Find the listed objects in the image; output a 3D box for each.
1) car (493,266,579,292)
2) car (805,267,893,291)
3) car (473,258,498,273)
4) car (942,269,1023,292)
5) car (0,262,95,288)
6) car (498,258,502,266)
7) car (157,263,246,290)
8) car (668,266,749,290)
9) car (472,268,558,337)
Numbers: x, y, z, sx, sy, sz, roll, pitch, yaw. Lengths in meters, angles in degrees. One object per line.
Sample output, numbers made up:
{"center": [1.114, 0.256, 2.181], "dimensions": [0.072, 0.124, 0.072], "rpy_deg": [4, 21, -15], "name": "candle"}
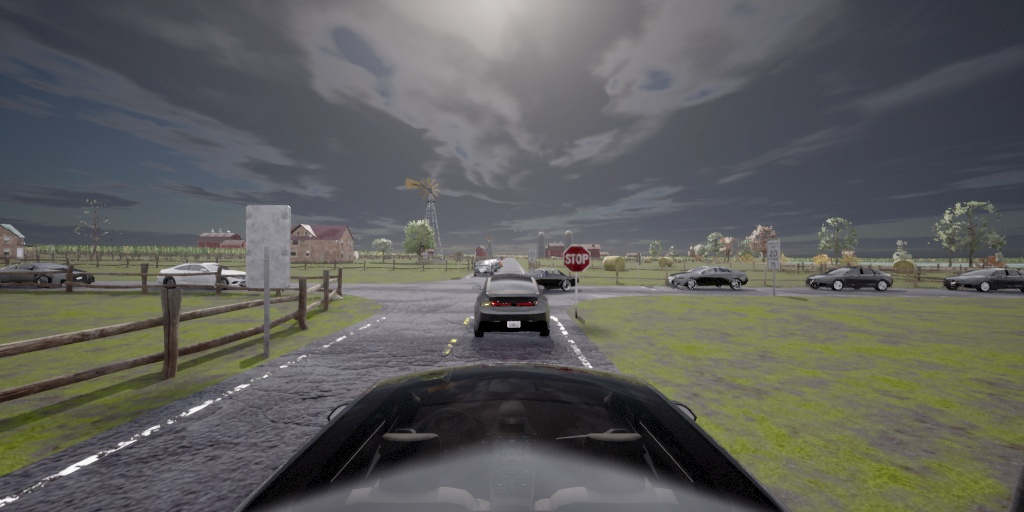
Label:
{"center": [1.509, 1.369, 20.342], "dimensions": [4.718, 1.301, 1.895], "rpy_deg": [1, 0, -35], "name": "car"}
{"center": [22.212, 1.500, 23.731], "dimensions": [4.892, 1.490, 1.837], "rpy_deg": [1, -1, -1], "name": "car"}
{"center": [-2.840, 1.243, 36.985], "dimensions": [2.128, 1.511, 4.902], "rpy_deg": [0, 0, 0], "name": "car"}
{"center": [31.714, 1.587, 23.846], "dimensions": [4.892, 1.490, 1.837], "rpy_deg": [1, -1, -1], "name": "car"}
{"center": [-26.354, 1.048, 20.146], "dimensions": [4.181, 1.385, 1.994], "rpy_deg": [1, -1, -1], "name": "car"}
{"center": [-2.828, 1.242, 46.431], "dimensions": [2.128, 1.511, 4.902], "rpy_deg": [0, 0, 0], "name": "car"}
{"center": [-17.234, 1.104, 20.263], "dimensions": [4.674, 1.442, 1.812], "rpy_deg": [1, -1, -1], "name": "car"}
{"center": [12.810, 1.397, 23.565], "dimensions": [4.902, 1.511, 2.128], "rpy_deg": [1, -1, -2], "name": "car"}
{"center": [-0.069, 1.256, 10.297], "dimensions": [1.837, 1.490, 4.892], "rpy_deg": [0, 0, -3], "name": "car"}
